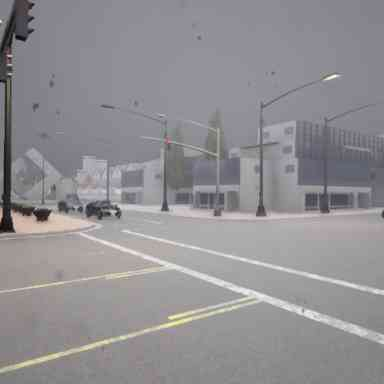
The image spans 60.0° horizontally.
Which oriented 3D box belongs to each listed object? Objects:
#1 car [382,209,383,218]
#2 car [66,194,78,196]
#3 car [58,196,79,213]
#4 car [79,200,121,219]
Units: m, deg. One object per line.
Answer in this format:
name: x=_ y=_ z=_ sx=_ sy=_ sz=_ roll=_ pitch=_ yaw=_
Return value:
car: x=19.322 y=1.742 z=30.702 sx=4.181 sy=1.385 sz=1.994 roll=0 pitch=0 yaw=-36
car: x=-19.812 y=1.270 z=54.829 sx=2.150 sy=2.045 sz=5.566 roll=1 pitch=0 yaw=-21
car: x=-13.672 y=1.497 z=37.355 sx=2.128 sy=1.511 sz=4.902 roll=1 pitch=0 yaw=-35
car: x=-7.771 y=1.498 z=28.881 sx=2.128 sy=1.511 sz=4.902 roll=1 pitch=0 yaw=-35
